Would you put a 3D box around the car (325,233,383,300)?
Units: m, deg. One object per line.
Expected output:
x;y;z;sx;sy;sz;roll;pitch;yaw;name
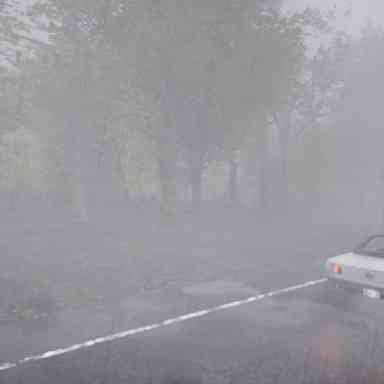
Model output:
5.111;1.568;7.410;4.718;1.301;1.895;0;0;-36;car
